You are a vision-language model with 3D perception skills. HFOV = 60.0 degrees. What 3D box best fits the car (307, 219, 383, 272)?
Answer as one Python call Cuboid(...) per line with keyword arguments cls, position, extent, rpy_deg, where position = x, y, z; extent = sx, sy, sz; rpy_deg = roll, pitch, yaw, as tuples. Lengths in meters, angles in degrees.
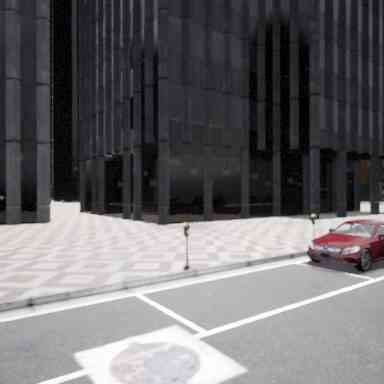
Cuboid(cls="car", position=(5.504, 1.562, 10.698), extent=(4.206, 1.307, 1.802), rpy_deg=(0, 0, -36))
